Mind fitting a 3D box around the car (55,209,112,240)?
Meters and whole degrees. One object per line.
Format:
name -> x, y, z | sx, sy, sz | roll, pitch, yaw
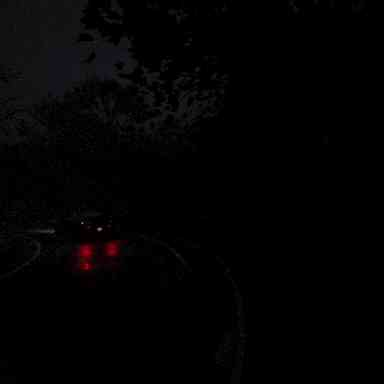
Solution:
car -> -5.838, 1.615, 17.755 | 1.812, 1.442, 4.674 | 0, -1, -37
